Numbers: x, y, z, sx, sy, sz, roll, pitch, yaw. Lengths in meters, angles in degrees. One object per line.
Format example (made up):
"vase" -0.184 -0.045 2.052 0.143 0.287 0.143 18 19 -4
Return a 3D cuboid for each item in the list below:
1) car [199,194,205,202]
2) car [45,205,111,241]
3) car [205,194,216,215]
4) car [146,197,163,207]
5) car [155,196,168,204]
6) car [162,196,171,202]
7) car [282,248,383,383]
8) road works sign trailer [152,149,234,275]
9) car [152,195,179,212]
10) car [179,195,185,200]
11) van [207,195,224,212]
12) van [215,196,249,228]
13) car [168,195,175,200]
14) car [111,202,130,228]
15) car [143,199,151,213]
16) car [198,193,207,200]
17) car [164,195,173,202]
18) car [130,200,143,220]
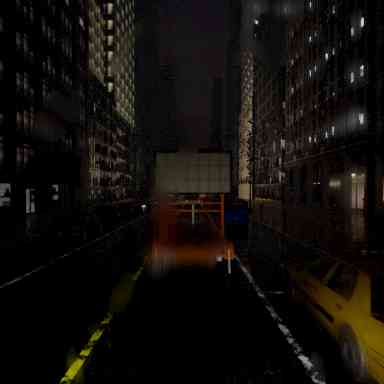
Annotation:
"car" 2.797 1.536 61.874 2.008 1.369 4.403 -1 0 0
"car" -5.669 1.547 16.421 2.008 1.369 4.403 -1 0 0
"car" 2.741 1.307 33.457 2.192 1.841 5.009 -1 0 0
"car" -5.605 1.539 50.523 2.008 1.369 4.403 -1 0 0
"car" -5.583 1.536 61.890 2.008 1.369 4.403 -1 0 0
"car" -5.562 1.564 73.258 1.802 1.307 4.206 -1 0 0
"car" 2.690 1.524 5.208 1.752 1.417 4.829 -1 0 0
"road works sign trailer" 0.033 0.462 10.460 2.380 3.560 2.880 0 0 0
"car" -3.028 1.343 38.811 2.097 1.767 4.553 0 0 0
"car" -2.834 1.524 88.896 2.033 1.411 5.357 0 0 0
"van" 2.752 1.332 39.140 1.690 1.788 3.998 -1 0 0
"van" 2.720 1.336 22.089 1.690 1.788 3.998 -1 0 0
"car" -5.530 1.502 90.139 1.752 1.417 4.829 -1 0 0
"car" -5.658 1.561 22.105 1.947 1.339 4.313 -1 0 0
"car" -5.638 1.543 33.472 2.008 1.369 4.403 -1 0 0
"car" 2.849 1.291 90.293 2.192 1.841 5.009 -1 0 0
"car" -5.552 1.420 78.941 1.967 1.590 4.097 -1 0 0
"car" -5.648 1.538 27.789 1.887 1.381 4.507 -1 0 0
